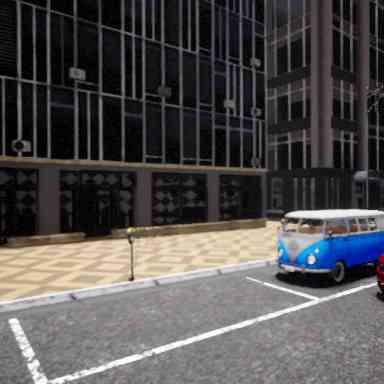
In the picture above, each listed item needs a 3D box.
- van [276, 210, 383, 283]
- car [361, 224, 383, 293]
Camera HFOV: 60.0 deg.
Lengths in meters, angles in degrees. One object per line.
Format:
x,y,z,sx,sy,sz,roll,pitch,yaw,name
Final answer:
4.163,1.414,9.549,3.998,1.788,1.690,1,-1,-35,van
6.283,1.556,7.841,5.008,1.535,1.882,0,0,-36,car
